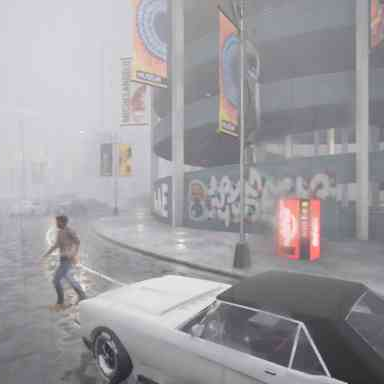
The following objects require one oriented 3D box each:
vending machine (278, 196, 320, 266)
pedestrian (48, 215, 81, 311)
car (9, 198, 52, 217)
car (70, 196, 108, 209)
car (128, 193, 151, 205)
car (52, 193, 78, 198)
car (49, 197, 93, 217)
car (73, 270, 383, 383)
[{"bbox_3d":[3.482,1.195,10.820,0.880,2.100,1.100,0,0,45],"label":"vending machine"},{"bbox_3d":[-2.419,1.294,6.316,0.375,1.860,0.375,0,0,-43],"label":"pedestrian"},{"bbox_3d":[-14.882,1.526,30.588,1.812,1.442,4.674,0,0,1],"label":"car"},{"bbox_3d":[-12.880,1.547,42.356,2.033,1.411,5.357,0,0,20],"label":"car"},{"bbox_3d":[-8.695,1.224,58.091,2.150,2.045,5.566,0,0,31],"label":"car"},{"bbox_3d":[-18.482,1.221,47.457,2.150,2.045,5.566,0,0,23],"label":"car"},{"bbox_3d":[-11.421,1.526,31.726,1.812,1.442,4.674,0,0,2],"label":"car"},{"bbox_3d":[0.757,1.601,3.669,4.718,1.301,1.895,0,0,38],"label":"car"}]
